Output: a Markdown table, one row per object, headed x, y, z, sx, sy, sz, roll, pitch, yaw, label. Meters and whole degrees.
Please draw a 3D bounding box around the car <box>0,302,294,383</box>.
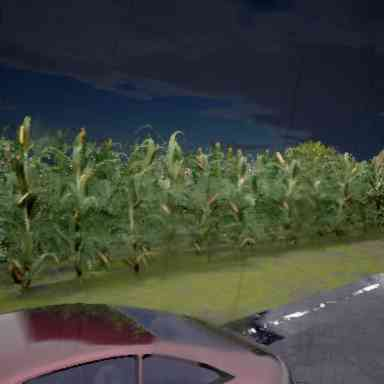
| x | y | z | sx | sy | sz | roll | pitch | yaw | label |
| --- | --- | --- | --- | --- | --- | --- | --- | --- | --- |
| -1.183 | 1.577 | 2.076 | 4.181 | 1.385 | 1.994 | 0 | 0 | -37 | car |
